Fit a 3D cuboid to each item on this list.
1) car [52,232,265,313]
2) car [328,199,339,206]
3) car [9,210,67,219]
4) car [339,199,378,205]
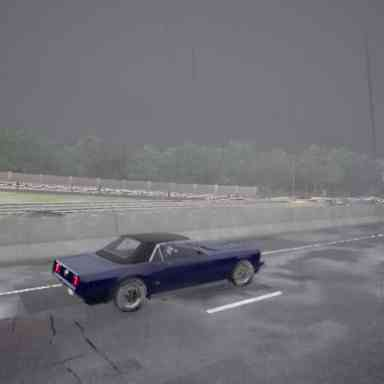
[{"bbox_3d":[-0.534,1.602,7.673,4.718,1.301,1.895,0,0,-36],"label":"car"},{"bbox_3d":[19.833,1.618,43.914,4.181,1.385,1.994,0,0,-35],"label":"car"},{"bbox_3d":[-7.471,1.564,15.859,4.181,1.385,1.994,0,0,-35],"label":"car"},{"bbox_3d":[20.480,1.596,40.089,5.357,1.411,2.033,0,0,-35],"label":"car"}]
